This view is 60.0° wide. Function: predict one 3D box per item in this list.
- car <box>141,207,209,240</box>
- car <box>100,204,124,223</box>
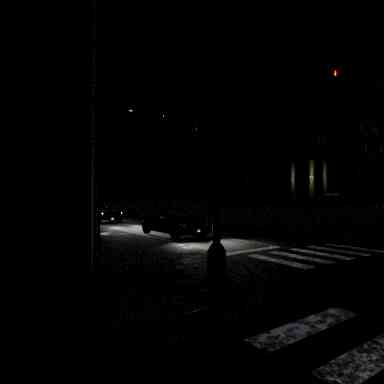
[{"bbox_3d":[-1.044,1.530,17.353,1.812,1.442,4.674,0,0,-36],"label":"car"},{"bbox_3d":[-6.970,1.608,25.563,1.895,1.301,4.718,0,0,-36],"label":"car"}]
